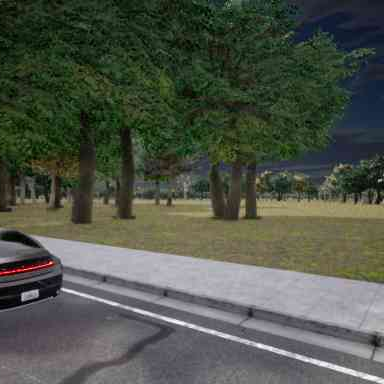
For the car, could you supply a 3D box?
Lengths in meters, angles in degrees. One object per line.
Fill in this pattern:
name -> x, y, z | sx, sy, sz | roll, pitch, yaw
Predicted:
car -> -4.727, 1.513, 7.069 | 4.892, 1.490, 1.837 | 0, 0, 35
